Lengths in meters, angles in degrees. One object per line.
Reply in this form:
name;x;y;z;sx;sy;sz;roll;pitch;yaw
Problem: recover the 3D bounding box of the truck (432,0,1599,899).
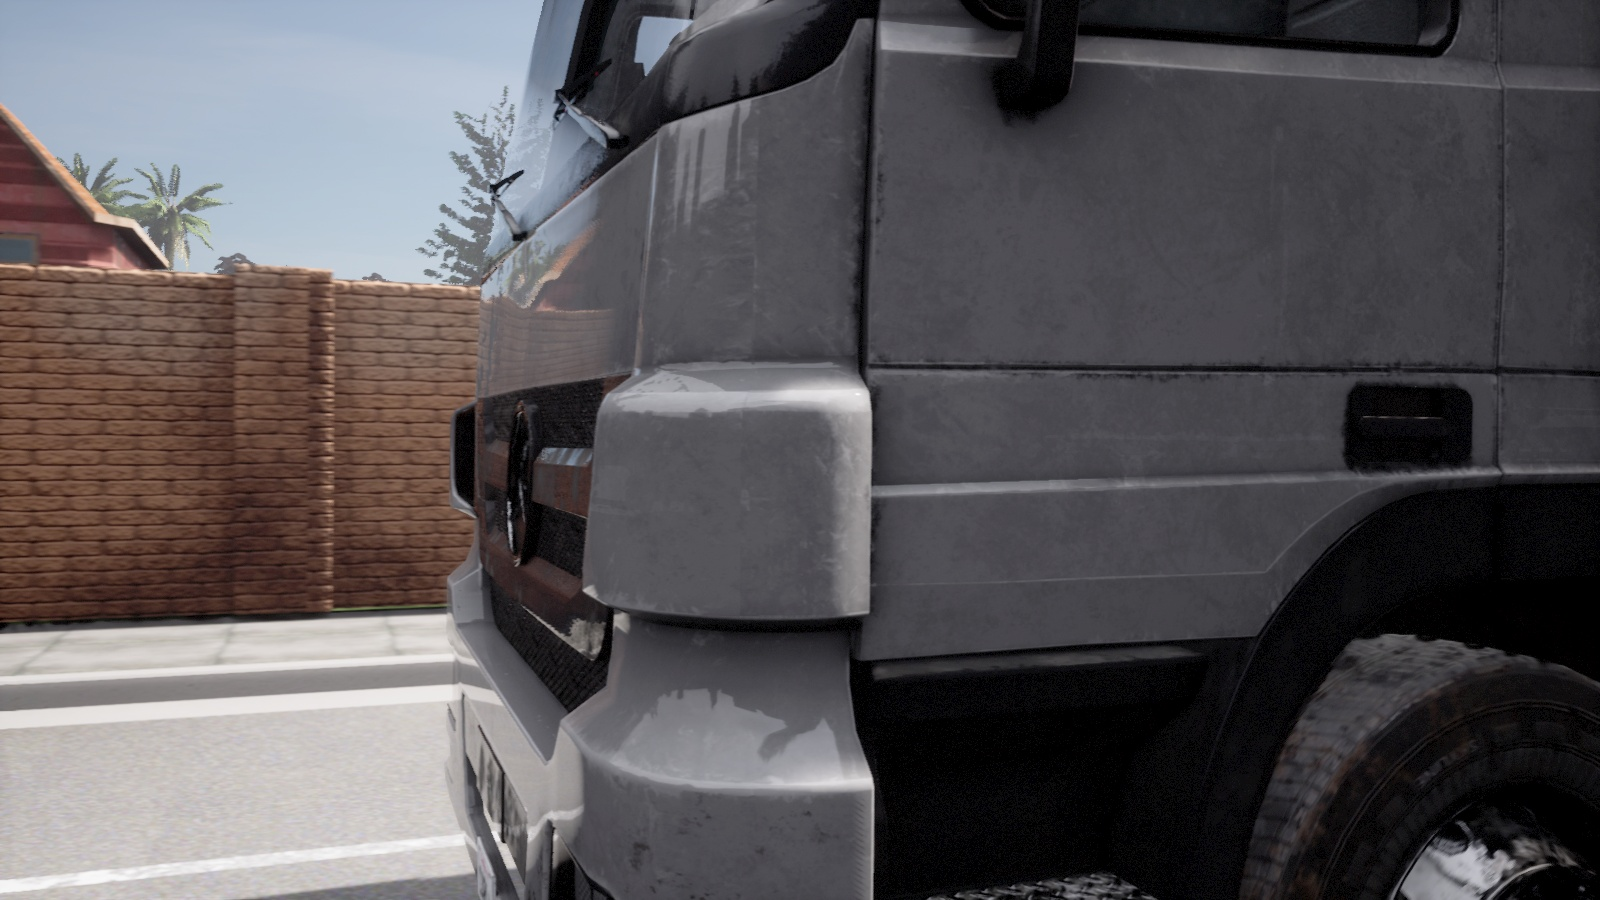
truck;2.983;-0.287;4.360;7.936;3.462;2.891;-1;1;-21
